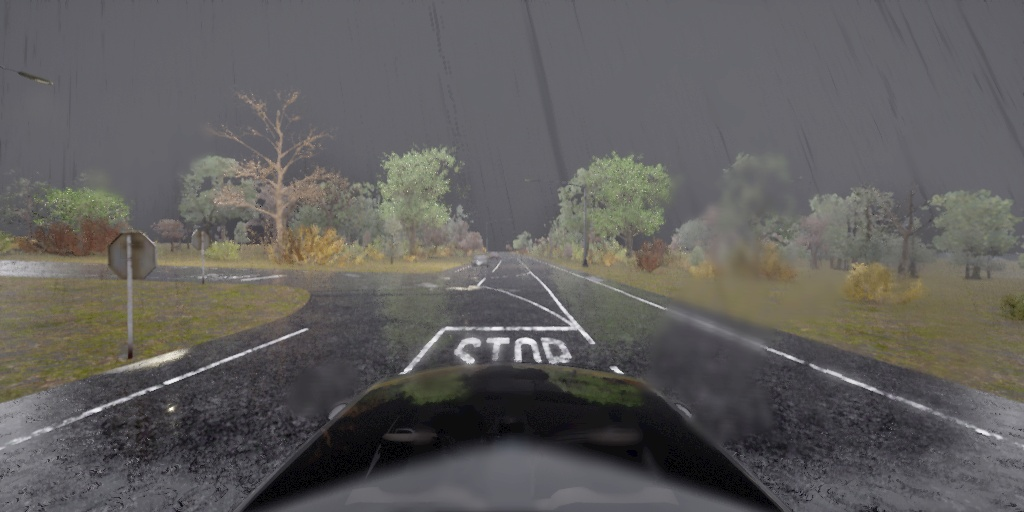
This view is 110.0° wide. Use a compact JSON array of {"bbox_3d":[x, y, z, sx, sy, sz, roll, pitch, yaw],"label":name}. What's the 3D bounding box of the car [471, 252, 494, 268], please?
[{"bbox_3d":[-3.555,0.603,41.325,2.128,1.511,4.902,0,1,0],"label":"car"}]
